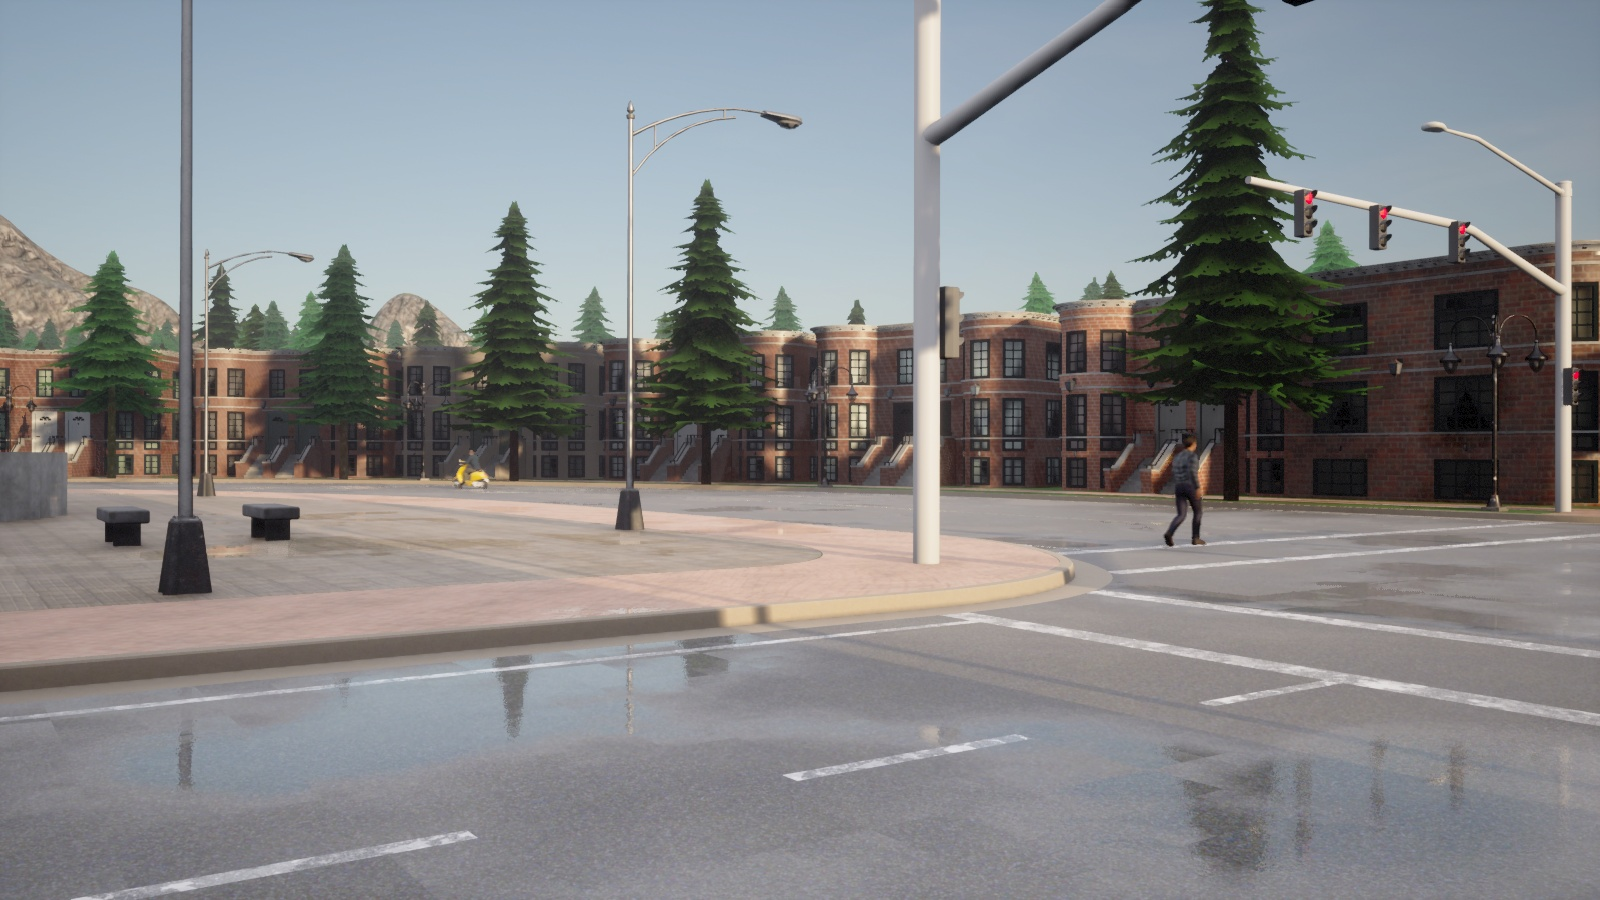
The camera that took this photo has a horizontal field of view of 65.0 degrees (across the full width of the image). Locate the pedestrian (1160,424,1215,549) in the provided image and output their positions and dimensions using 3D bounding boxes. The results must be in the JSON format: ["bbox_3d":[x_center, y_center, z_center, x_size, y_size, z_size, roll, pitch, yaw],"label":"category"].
[{"bbox_3d":[6.177,0.569,20.002,0.788,1.949,0.423,0,0,-33],"label":"pedestrian"}]

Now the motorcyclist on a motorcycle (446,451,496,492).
[{"bbox_3d":[-13.194,0.849,50.300,1.817,1.590,0.866,0,0,28],"label":"motorcyclist on a motorcycle"}]
